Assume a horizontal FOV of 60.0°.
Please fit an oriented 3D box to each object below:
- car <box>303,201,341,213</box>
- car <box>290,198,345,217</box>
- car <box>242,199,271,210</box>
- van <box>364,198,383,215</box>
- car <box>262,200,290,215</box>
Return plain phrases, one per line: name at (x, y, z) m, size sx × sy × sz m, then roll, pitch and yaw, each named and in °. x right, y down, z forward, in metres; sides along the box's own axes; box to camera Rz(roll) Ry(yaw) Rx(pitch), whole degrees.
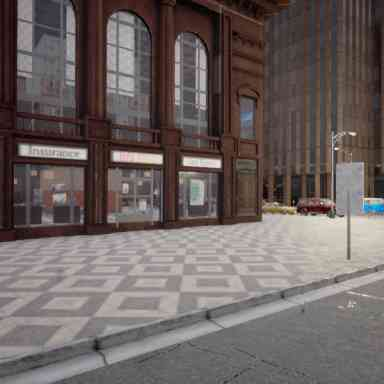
car at (16.372, 1.898, 42.170) m, size 1.802 × 1.307 × 4.206 m, roll -1°, pitch 0°, yaw -35°
car at (12.649, 1.522, 32.654) m, size 2.192 × 1.841 × 5.009 m, roll 0°, pitch 0°, yaw -35°
car at (9.886, 1.892, 51.361) m, size 1.967 × 1.590 × 4.097 m, roll -1°, pitch 0°, yaw -35°
van at (19.611, 1.589, 37.576) m, size 1.690 × 1.788 × 3.998 m, roll -1°, pitch 0°, yaw -35°
car at (9.508, 1.799, 37.109) m, size 1.752 × 1.417 × 4.829 m, roll 0°, pitch 0°, yaw -35°
